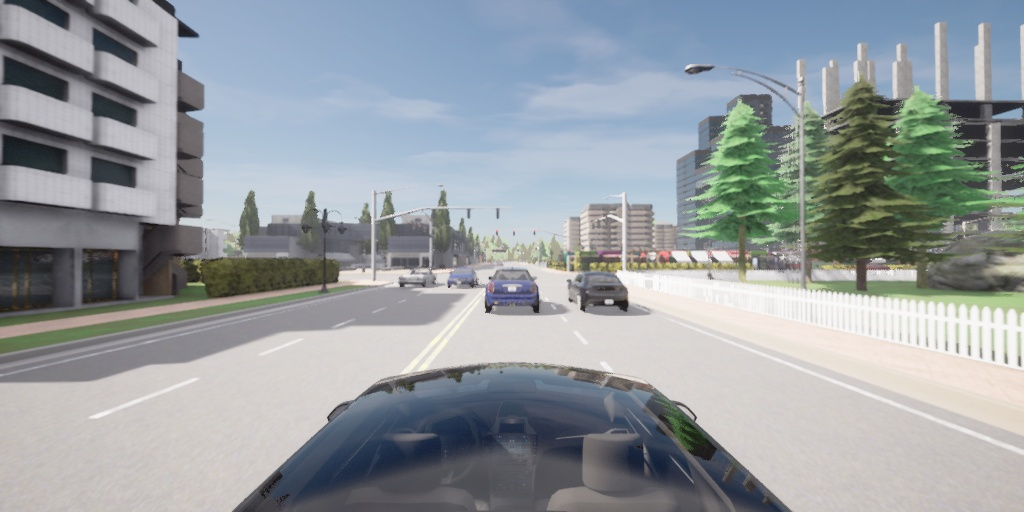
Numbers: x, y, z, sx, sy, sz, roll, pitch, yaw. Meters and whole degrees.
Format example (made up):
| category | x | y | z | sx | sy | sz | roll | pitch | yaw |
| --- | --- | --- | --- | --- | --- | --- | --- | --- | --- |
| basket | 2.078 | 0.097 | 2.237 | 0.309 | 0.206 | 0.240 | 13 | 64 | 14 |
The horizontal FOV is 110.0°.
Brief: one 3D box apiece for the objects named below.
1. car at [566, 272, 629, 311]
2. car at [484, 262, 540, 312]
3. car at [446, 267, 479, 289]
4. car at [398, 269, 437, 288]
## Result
| category | x | y | z | sx | sy | sz | roll | pitch | yaw |
| --- | --- | --- | --- | --- | --- | --- | --- | --- | --- |
| car | 3.523 | 1.409 | 15.325 | 1.837 | 1.490 | 4.892 | 0 | 0 | 1 |
| car | 0.023 | 1.252 | 15.248 | 2.097 | 1.767 | 4.553 | 0 | -1 | 1 |
| car | -3.525 | 1.550 | 26.346 | 1.812 | 1.442 | 4.674 | 0 | -1 | 1 |
| car | -7.016 | 1.633 | 26.997 | 1.895 | 1.301 | 4.718 | 0 | -1 | 0 |
